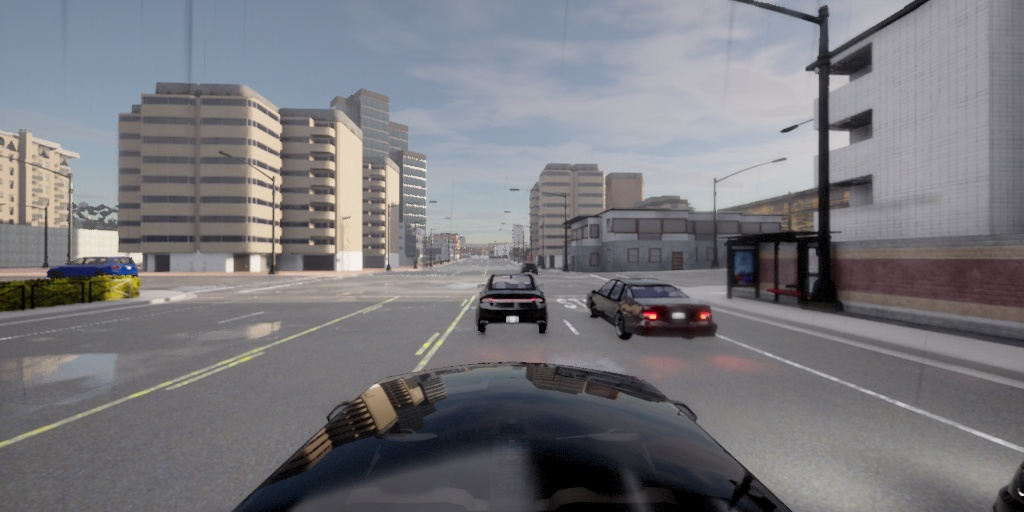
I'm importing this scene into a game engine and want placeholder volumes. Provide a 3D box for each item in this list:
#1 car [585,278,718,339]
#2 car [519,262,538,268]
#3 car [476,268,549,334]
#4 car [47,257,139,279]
[{"bbox_3d":[3.494,1.325,10.120,2.033,1.411,5.357,0,0,-1],"label":"car"},{"bbox_3d":[1.973,1.471,43.243,1.837,1.490,4.892,0,-1,-4],"label":"car"},{"bbox_3d":[-0.022,1.273,10.834,2.128,1.511,4.902,0,0,-1],"label":"car"},{"bbox_3d":[-33.832,1.065,29.060,5.566,2.045,2.150,0,0,-2],"label":"car"}]
